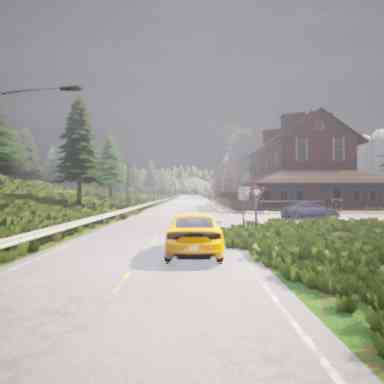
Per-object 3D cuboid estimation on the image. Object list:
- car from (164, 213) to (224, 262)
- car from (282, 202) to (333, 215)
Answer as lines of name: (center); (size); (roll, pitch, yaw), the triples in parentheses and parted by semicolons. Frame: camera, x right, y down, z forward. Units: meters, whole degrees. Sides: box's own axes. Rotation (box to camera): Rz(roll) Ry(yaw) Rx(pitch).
car: (0.072, 1.489, 12.133); (1.882, 1.535, 5.008); (0, 0, 0)
car: (8.976, 1.445, 25.391); (4.181, 1.385, 1.994); (0, 0, -4)
